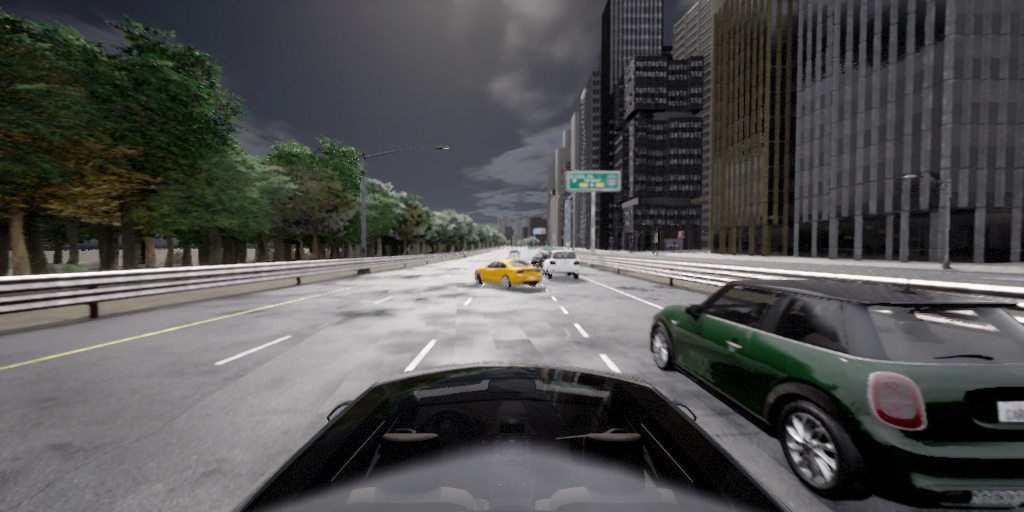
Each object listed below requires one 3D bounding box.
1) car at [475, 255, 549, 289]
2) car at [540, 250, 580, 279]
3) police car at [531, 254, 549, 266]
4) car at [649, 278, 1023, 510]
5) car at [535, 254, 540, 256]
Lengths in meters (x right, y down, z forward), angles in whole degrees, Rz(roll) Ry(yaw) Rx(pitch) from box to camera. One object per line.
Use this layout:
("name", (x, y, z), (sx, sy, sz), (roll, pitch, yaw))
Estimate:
("car", (-0.348, 0.933, 20.531), (1.882, 1.535, 5.008), (-2, 2, -34))
("car", (3.567, 0.576, 26.595), (2.150, 2.045, 5.566), (0, 1, 0))
("police car", (3.733, 0.467, 48.509), (2.038, 1.542, 4.974), (0, 1, 1))
("car", (3.501, 1.059, 4.597), (2.097, 1.767, 4.553), (0, 1, 0))
("car", (3.637, 0.596, 37.538), (2.033, 1.649, 4.856), (0, 1, 0))
